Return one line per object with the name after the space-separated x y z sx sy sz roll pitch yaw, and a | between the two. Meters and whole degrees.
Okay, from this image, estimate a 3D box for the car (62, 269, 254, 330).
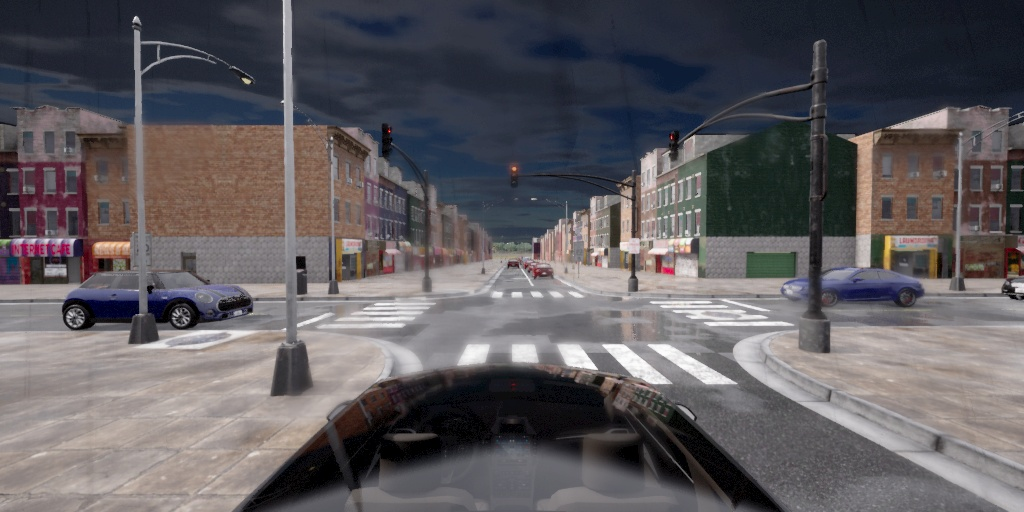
-10.791 1.203 11.184 4.553 1.767 2.097 0 1 0 | car

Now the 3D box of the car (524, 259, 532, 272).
2.719 1.328 42.720 1.802 1.307 4.207 0 0 0 | car

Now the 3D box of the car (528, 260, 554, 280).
2.697 1.291 31.655 1.888 1.381 4.507 0 0 0 | car

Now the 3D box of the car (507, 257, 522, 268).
0.216 1.225 59.284 1.882 1.535 5.008 0 0 0 | car

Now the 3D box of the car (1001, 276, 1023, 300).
22.460 1.087 14.060 4.902 1.511 2.128 0 1 0 | car

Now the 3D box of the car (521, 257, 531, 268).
2.741 1.292 53.785 1.888 1.381 4.507 0 0 0 | car

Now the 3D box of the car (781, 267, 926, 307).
13.299 1.160 14.104 4.674 1.442 1.812 0 1 1 | car
